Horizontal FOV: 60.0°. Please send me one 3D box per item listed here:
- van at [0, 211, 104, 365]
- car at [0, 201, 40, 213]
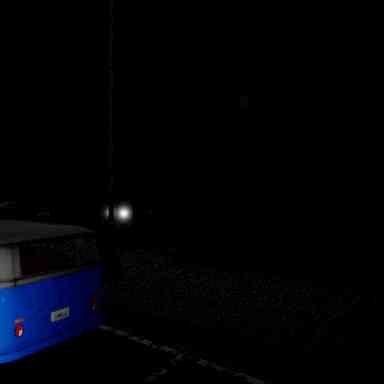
[{"bbox_3d":[-3.203,1.341,5.361,3.998,1.788,1.690,0,0,36],"label":"van"},{"bbox_3d":[-15.416,1.517,28.506,1.812,1.442,4.674,0,0,32],"label":"car"}]
